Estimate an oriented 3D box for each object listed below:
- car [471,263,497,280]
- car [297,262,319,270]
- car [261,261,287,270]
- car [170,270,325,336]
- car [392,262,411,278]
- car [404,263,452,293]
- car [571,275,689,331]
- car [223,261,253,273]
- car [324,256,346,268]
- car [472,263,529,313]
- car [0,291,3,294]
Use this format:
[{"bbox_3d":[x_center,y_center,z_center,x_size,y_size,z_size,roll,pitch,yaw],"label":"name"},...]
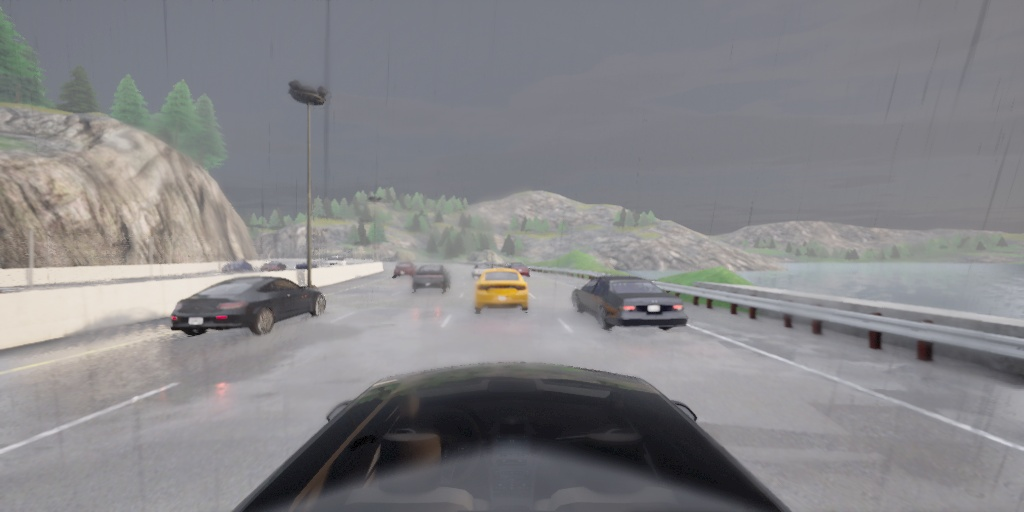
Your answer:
[{"bbox_3d":[-2.567,1.350,32.112,1.895,1.301,4.718,0,0,-9],"label":"car"},{"bbox_3d":[-28.258,1.426,49.629,1.895,1.301,4.718,0,0,-16],"label":"car"},{"bbox_3d":[-31.165,1.398,47.029,1.994,1.385,4.181,0,0,-15],"label":"car"},{"bbox_3d":[-7.232,1.296,10.370,1.812,1.442,4.674,0,0,-3],"label":"car"},{"bbox_3d":[-9.936,1.298,33.629,1.812,1.442,4.674,0,0,-10],"label":"car"},{"bbox_3d":[-4.571,1.251,20.831,2.128,1.511,4.902,0,0,-6],"label":"car"},{"bbox_3d":[3.235,1.285,10.998,2.033,1.411,5.357,0,0,-3],"label":"car"},{"bbox_3d":[-34.195,1.371,44.941,1.812,1.442,4.674,0,0,-15],"label":"car"},{"bbox_3d":[-25.069,1.031,51.161,2.150,2.045,5.566,0,0,-16],"label":"car"},{"bbox_3d":[-0.463,1.226,14.113,1.882,1.535,5.008,0,0,-4],"label":"car"},{"bbox_3d":[-17.935,1.368,10.308,1.994,1.385,4.181,0,0,-4],"label":"car"}]
